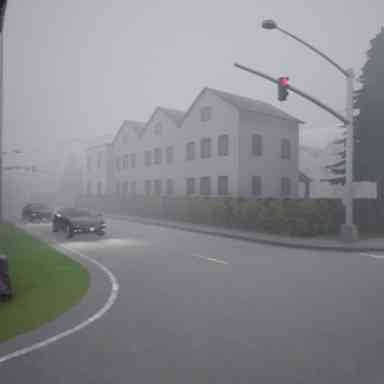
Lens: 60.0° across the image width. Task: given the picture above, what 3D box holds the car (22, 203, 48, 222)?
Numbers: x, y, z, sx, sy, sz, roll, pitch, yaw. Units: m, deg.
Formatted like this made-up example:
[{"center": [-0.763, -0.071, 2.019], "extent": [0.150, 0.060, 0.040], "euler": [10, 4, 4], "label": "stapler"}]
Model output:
[{"center": [-12.724, 1.629, 27.464], "extent": [2.033, 1.411, 5.357], "euler": [1, -1, -35], "label": "car"}]

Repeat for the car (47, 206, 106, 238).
[{"center": [-6.251, 1.576, 18.221], "extent": [1.837, 1.490, 4.892], "euler": [1, -1, -35], "label": "car"}]
